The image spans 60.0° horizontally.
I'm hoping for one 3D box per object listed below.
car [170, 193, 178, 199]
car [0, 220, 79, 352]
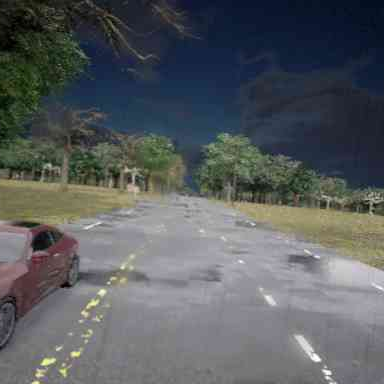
[{"bbox_3d":[-4.603,0.958,86.032,2.097,1.767,4.553,4,0,-1],"label":"car"},{"bbox_3d":[-3.347,1.265,5.809,1.812,1.442,4.674,4,0,-2],"label":"car"}]
